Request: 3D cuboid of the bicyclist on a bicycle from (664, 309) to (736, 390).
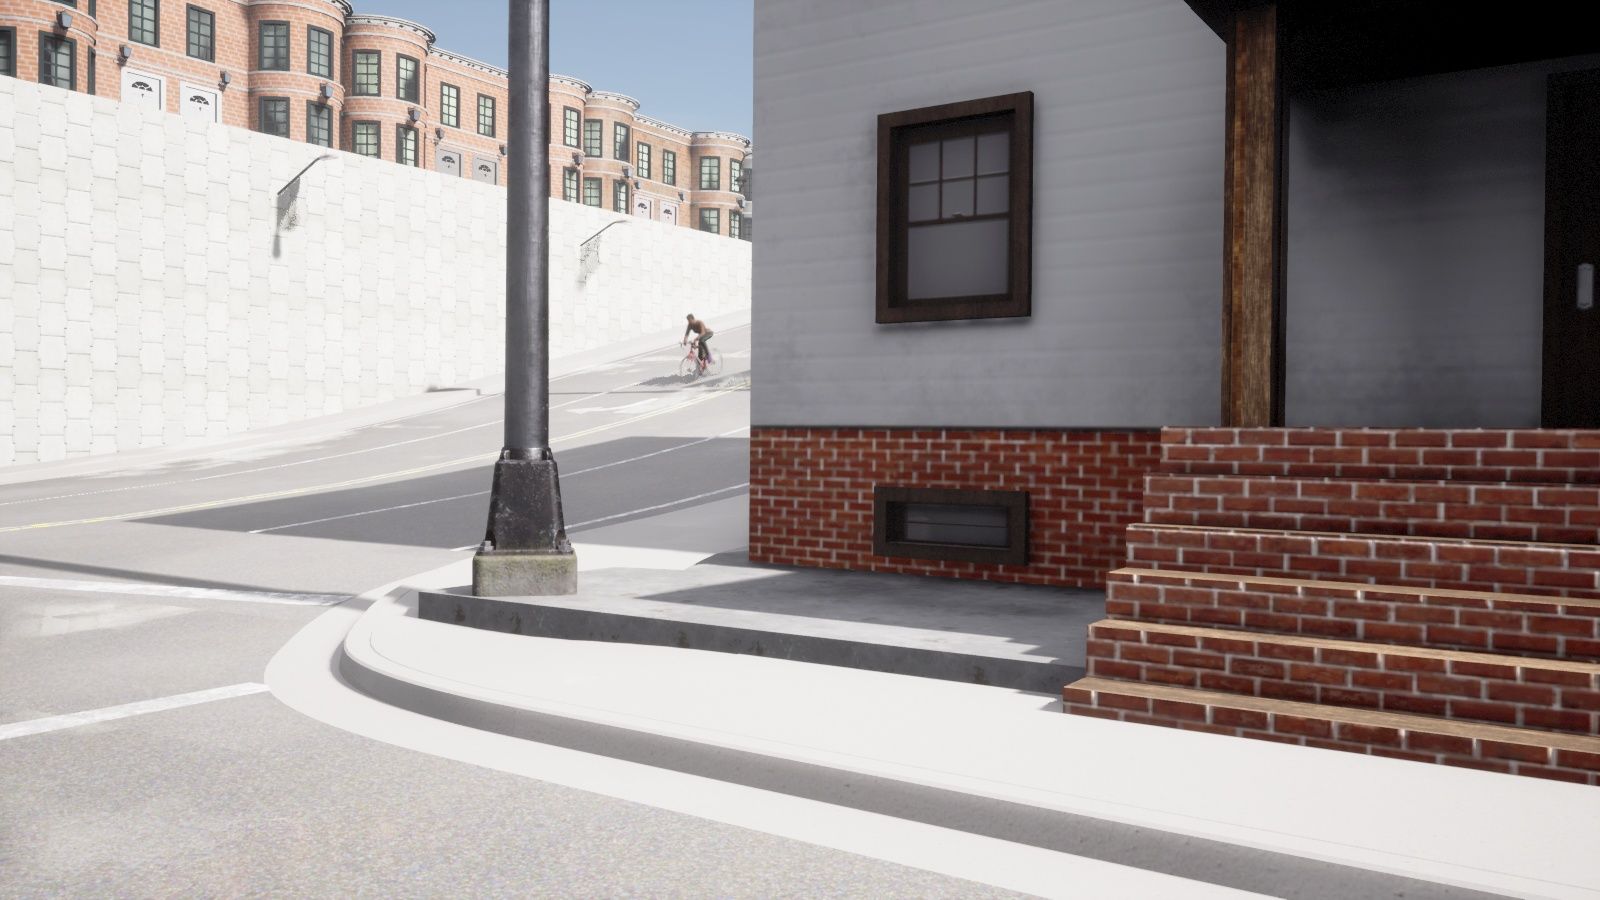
[{"bbox_3d":[-2.357,-2.408,29.846,0.582,1.620,1.656,0,14,34],"label":"bicyclist on a bicycle"}]
